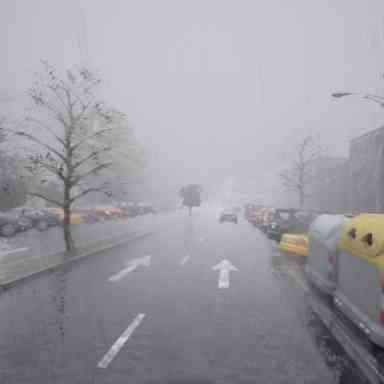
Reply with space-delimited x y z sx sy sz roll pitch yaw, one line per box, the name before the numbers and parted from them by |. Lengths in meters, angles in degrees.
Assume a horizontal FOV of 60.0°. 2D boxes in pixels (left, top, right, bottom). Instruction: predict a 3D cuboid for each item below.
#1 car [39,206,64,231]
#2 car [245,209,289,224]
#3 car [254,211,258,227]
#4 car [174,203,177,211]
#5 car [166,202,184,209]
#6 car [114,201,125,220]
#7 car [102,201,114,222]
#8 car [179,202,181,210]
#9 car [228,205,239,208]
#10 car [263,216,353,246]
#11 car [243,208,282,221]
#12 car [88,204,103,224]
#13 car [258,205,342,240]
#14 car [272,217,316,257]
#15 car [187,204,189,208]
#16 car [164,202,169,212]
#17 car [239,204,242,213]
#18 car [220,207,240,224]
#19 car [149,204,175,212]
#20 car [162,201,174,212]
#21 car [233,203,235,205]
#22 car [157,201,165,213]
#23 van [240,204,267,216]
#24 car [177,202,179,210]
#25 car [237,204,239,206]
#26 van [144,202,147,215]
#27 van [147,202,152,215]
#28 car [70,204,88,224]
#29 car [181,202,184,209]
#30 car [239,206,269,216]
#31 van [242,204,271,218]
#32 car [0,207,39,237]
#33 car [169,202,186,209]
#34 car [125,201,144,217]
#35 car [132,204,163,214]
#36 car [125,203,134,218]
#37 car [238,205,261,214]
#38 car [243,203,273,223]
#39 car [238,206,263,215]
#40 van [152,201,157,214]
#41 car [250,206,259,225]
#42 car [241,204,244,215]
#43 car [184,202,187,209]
car | -11.140 1.744 21.815 4.892 1.521 2.231 2 -1 -14
car | 9.210 2.981 40.832 4.792 1.488 2.163 3 -1 -14
car | 7.239 2.387 22.913 5.008 1.535 2.097 3 -1 -13
car | -6.305 3.094 64.503 5.366 1.575 1.946 2 -2 -14
car | -4.492 3.697 88.068 4.553 1.767 2.185 2 -2 -16
car | -9.666 2.032 34.890 4.553 1.767 2.185 2 -1 -14
car | -10.055 1.936 31.925 4.553 1.767 2.185 2 -2 -14
car | -5.601 3.370 73.308 5.008 1.535 2.097 2 -1 -14
car | 5.344 3.045 48.652 2.128 1.511 4.902 2 -2 7
car | 6.891 2.329 19.908 4.674 1.452 2.002 3 -1 -13
car | 9.899 3.141 46.813 5.008 1.535 2.097 3 -1 -14
car | -10.374 1.986 28.567 4.792 1.488 2.163 2 -2 -14
car | 6.588 1.936 16.934 5.566 2.045 2.435 3 -2 -13
car | 6.389 2.083 13.956 5.366 1.575 1.946 3 -2 -13
car | -4.463 3.904 90.968 5.366 1.575 1.946 2 -1 -16
car | -7.089 2.935 58.553 4.792 1.488 2.163 2 -2 -14
car | 9.605 2.798 43.848 5.566 2.045 2.435 3 -2 -14
car | 4.074 2.708 36.880 1.812 1.442 4.674 2 -2 7
car | -6.174 3.186 67.405 4.892 1.521 2.231 2 -1 -14
car | -6.817 2.747 61.496 5.566 2.045 2.435 2 -1 -14
car | 13.691 4.345 85.801 5.008 1.535 2.097 3 -1 -16
car | -7.579 2.720 52.675 5.366 1.575 1.946 2 -2 -14
van | 11.428 3.379 61.735 4.442 1.987 1.878 3 -1 -14
car | -5.856 3.153 70.368 4.553 1.767 2.185 2 -1 -14
car | 10.262 2.986 49.817 5.566 2.045 2.435 3 -2 -14
van | -8.609 2.215 43.792 4.442 1.987 1.878 2 -2 -14
van | -8.288 2.308 46.750 4.442 1.987 1.878 2 -2 -14
car | -10.951 1.841 25.138 5.366 1.575 1.946 2 -1 -14
car | -5.131 3.581 79.197 4.792 1.488 2.163 2 -1 -15
car | 12.024 3.712 64.807 5.366 1.575 1.946 3 -2 -14
van | 10.780 3.192 55.748 4.442 1.987 1.878 3 -1 -14
car | -11.525 1.635 18.445 4.892 1.521 2.231 2 -2 -14
car | -4.094 3.876 93.990 4.553 1.767 2.185 2 -1 -17
car | -9.074 2.092 40.796 5.566 2.045 2.435 2 -1 -14
car | -7.466 2.840 55.574 4.792 1.488 2.163 2 -1 -14
car | -9.379 2.290 37.842 4.674 1.452 2.002 2 -2 -14
car | 12.708 3.856 73.766 4.553 1.767 2.185 3 -2 -15
car | 8.235 2.418 31.876 5.566 2.045 2.435 3 -1 -14
car | 12.434 3.891 70.756 4.892 1.521 2.231 3 -2 -15
van | -7.966 2.402 49.710 4.442 1.987 1.878 2 -2 -14
car | 7.888 2.450 28.897 4.553 1.767 2.185 3 -2 -14
car | 8.896 2.606 37.851 5.566 2.045 2.435 3 -1 -14
car | -4.650 3.733 85.114 5.008 1.535 2.097 2 -1 -16
